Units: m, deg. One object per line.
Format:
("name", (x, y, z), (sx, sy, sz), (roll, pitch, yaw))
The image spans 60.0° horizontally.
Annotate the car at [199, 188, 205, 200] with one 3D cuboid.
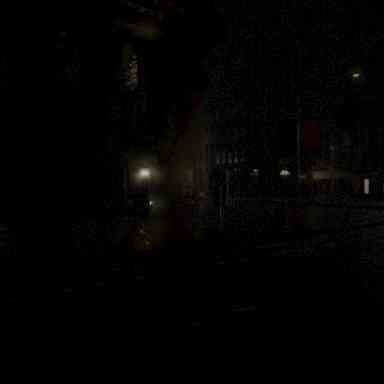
("car", (0.059, 0.300, 59.777), (2.150, 2.045, 5.566), (0, 1, -35))
